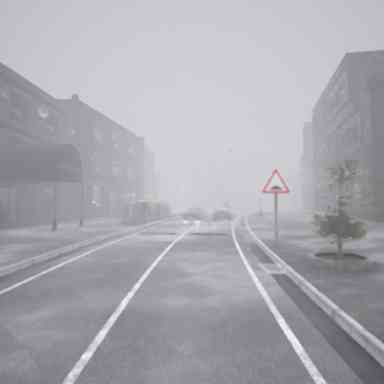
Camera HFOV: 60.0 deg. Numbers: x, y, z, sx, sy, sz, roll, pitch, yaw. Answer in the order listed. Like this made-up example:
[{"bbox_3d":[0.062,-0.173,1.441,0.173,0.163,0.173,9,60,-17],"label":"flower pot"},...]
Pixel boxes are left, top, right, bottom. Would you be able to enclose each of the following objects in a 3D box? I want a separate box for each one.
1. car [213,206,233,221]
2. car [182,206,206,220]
[{"bbox_3d":[3.294,2.229,35.232,1.812,1.442,4.674,-1,-2,10],"label":"car"},{"bbox_3d":[0.329,2.305,36.720,2.033,1.411,5.357,-1,-2,11],"label":"car"}]
